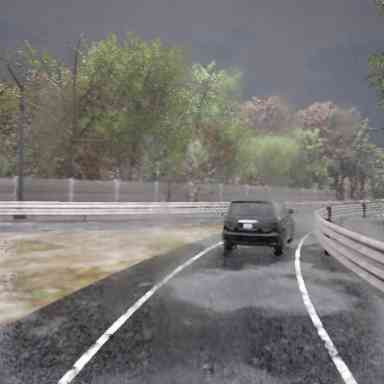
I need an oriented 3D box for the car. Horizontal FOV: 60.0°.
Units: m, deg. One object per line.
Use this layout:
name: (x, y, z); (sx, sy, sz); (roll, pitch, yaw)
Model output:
car: (2.907, 1.267, 13.813); (2.150, 2.045, 5.566); (0, 0, 22)
